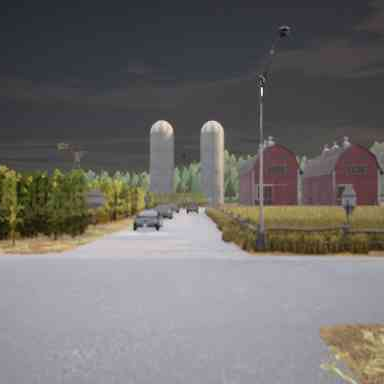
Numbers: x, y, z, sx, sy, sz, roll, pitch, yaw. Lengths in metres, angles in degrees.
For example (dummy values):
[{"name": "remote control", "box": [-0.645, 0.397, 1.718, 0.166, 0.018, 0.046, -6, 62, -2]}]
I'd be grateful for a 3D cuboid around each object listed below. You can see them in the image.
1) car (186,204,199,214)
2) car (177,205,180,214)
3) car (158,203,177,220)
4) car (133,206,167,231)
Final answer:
[{"name": "car", "box": [0.092, 2.618, 52.311, 2.128, 1.511, 4.902, 0, -1, 0]}, {"name": "car", "box": [-3.114, 2.550, 53.386, 2.097, 1.767, 4.553, 0, -1, 0]}, {"name": "car", "box": [-3.200, 2.175, 37.586, 2.097, 1.767, 4.553, 0, -1, 0]}, {"name": "car", "box": [-3.205, 2.039, 24.985, 1.812, 1.442, 4.674, 0, -1, 0]}]
